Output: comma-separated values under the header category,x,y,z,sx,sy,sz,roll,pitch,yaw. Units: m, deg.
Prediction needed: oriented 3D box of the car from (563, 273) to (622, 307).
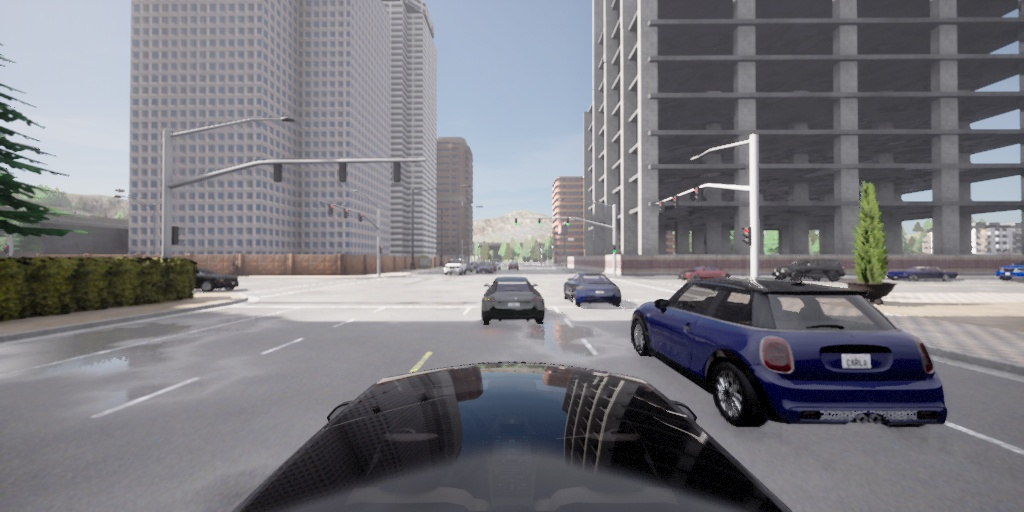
category,x,y,z,sx,sy,sz,roll,pitch,yaw
car,3.570,1.459,16.599,1.994,1.385,4.181,0,0,0

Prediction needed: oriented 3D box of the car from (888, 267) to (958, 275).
category,x,y,z,sx,sy,sz,roll,pitch,yaw
car,37.133,1.650,32.625,4.718,1.301,1.895,0,-1,1

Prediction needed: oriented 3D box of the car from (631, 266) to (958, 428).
category,x,y,z,sx,sy,sz,roll,pitch,yaw
car,3.604,1.142,5.876,2.097,1.767,4.553,0,-1,0

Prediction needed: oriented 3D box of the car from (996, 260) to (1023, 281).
category,x,y,z,sx,sy,sz,roll,pitch,yaw
car,47.759,1.270,32.508,5.566,2.045,2.150,0,-1,1

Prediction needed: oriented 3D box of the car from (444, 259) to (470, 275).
category,x,y,z,sx,sy,sz,roll,pitch,yaw
car,-7.225,1.403,46.089,2.150,2.045,5.566,0,-1,1

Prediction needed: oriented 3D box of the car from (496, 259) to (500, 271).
category,x,y,z,sx,sy,sz,roll,pitch,yaw
car,-3.531,1.648,57.788,2.097,1.767,4.553,0,-1,1

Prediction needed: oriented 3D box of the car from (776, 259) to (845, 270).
category,x,y,z,sx,sy,sz,roll,pitch,yaw
car,27.004,1.272,32.712,5.566,2.045,2.150,0,-1,1

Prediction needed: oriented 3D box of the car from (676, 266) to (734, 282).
category,x,y,z,sx,sy,sz,roll,pitch,yaw
car,17.538,1.615,32.779,4.181,1.385,1.994,0,-1,0

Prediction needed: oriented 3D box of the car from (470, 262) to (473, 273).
category,x,y,z,sx,sy,sz,roll,pitch,yaw
car,-7.078,1.838,55.504,1.994,1.385,4.181,0,-1,1

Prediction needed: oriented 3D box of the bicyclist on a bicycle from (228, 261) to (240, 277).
category,x,y,z,sx,sy,sz,roll,pitch,yaw
bicyclist on a bicycle,-29.354,1.404,37.913,0.582,1.620,1.656,0,0,0

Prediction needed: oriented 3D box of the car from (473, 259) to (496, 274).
category,x,y,z,sx,sy,sz,roll,pitch,yaw
car,-3.680,1.563,49.044,2.097,1.767,4.553,0,-1,1

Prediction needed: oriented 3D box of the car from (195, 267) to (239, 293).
category,x,y,z,sx,sy,sz,roll,pitch,yaw
car,-19.851,1.429,22.357,5.008,1.535,1.882,0,-1,1

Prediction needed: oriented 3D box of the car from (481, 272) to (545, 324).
category,x,y,z,sx,sy,sz,roll,pitch,yaw
car,-0.035,1.420,12.560,1.994,1.385,4.181,0,-1,-3
